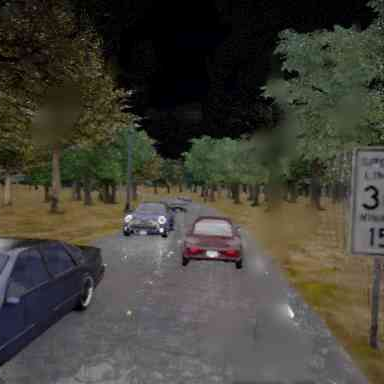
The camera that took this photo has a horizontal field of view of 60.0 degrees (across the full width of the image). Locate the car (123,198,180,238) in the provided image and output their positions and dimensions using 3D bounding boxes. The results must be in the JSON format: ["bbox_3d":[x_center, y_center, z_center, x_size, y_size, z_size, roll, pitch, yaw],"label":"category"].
[{"bbox_3d":[-2.072,1.279,17.228,2.097,1.767,4.553,2,-1,3],"label":"car"}]

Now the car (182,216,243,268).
[{"bbox_3d":[0.709,1.546,11.442,1.812,1.442,4.674,2,0,4],"label":"car"}]

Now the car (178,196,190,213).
[{"bbox_3d":[-1.526,1.582,38.669,2.033,1.411,5.357,2,0,0],"label":"car"}]

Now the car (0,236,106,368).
[{"bbox_3d":[-2.894,1.427,4.858,2.033,1.411,5.357,2,0,5],"label":"car"}]

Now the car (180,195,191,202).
[{"bbox_3d":[-1.299,1.573,79.954,1.994,1.385,4.181,2,0,-8],"label":"car"}]

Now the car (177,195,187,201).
[{"bbox_3d":[-2.662,1.547,89.803,1.994,1.385,4.181,2,0,-9],"label":"car"}]
